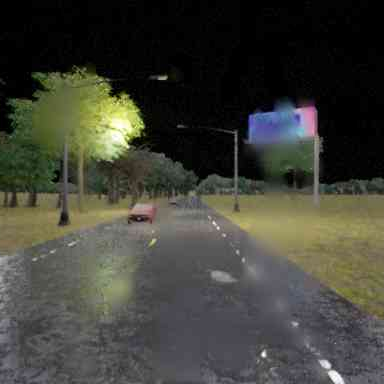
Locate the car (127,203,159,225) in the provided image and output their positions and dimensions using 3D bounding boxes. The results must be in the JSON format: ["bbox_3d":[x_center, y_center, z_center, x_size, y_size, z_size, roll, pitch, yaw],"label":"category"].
[{"bbox_3d":[-3.669,1.583,25.516,1.882,1.535,5.008,0,0,0],"label":"car"}]

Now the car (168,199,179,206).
[{"bbox_3d":[-3.615,2.019,67.264,1.994,1.385,4.181,0,-1,0],"label":"car"}]
